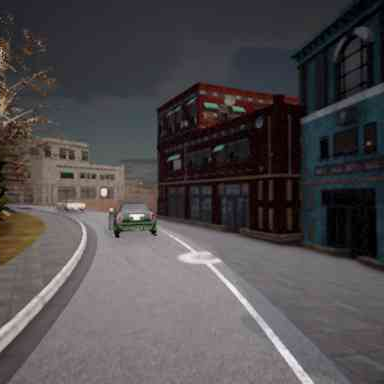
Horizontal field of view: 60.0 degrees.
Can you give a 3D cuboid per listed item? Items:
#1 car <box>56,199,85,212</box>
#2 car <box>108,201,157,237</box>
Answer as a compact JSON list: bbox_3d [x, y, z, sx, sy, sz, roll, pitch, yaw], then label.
[{"bbox_3d":[-13.479,1.472,36.730,1.895,1.301,4.718,0,0,-37],"label":"car"},{"bbox_3d":[-3.341,1.274,18.037,2.097,1.767,4.553,0,0,-18],"label":"car"}]
